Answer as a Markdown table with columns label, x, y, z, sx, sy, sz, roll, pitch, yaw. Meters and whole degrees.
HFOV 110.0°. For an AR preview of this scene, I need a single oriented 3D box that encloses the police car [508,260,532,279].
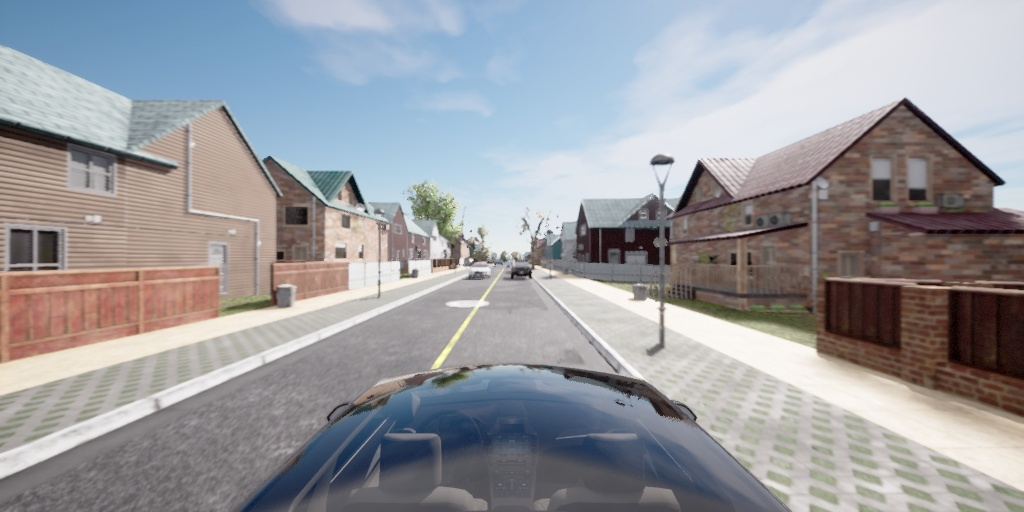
| label | x | y | z | sx | sy | sz | roll | pitch | yaw |
| --- | --- | --- | --- | --- | --- | --- | --- | --- | --- |
| police car | 0.830 | 1.212 | 33.017 | 1.930 | 1.638 | 5.238 | 0 | 0 | 0 |

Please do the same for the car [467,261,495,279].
| label | x | y | z | sx | sy | sz | roll | pitch | yaw |
| --- | --- | --- | --- | --- | --- | --- | --- | --- | --- |
| car | -2.837 | 1.311 | 32.589 | 1.812 | 1.442 | 4.674 | 0 | 0 | 0 |
